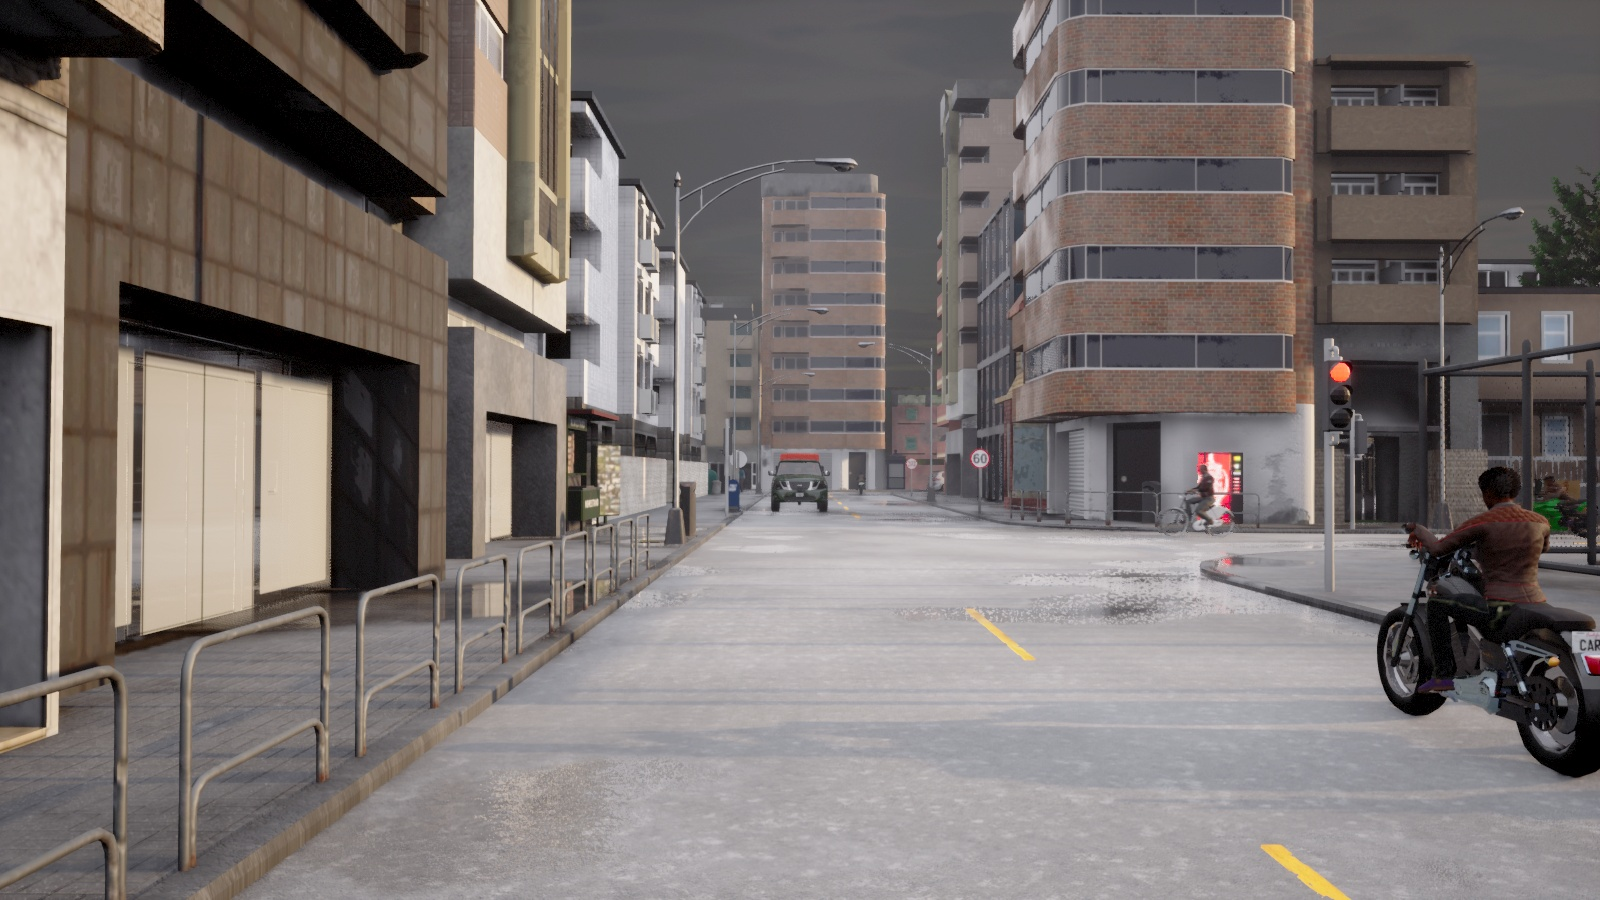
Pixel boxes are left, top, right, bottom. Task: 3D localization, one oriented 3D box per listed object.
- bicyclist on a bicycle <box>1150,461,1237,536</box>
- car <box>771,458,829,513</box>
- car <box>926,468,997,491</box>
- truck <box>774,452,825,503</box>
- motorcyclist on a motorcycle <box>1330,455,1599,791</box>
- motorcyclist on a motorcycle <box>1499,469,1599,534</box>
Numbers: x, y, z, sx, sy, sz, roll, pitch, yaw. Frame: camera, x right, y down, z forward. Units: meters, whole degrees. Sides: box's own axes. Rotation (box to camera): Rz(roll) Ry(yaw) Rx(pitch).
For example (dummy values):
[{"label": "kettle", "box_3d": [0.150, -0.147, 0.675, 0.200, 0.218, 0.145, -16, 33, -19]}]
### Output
[{"label": "bicyclist on a bicycle", "box_3d": [9.398, 1.150, 30.016, 1.843, 1.776, 0.659, 0, -1, -5]}, {"label": "car", "box_3d": [-0.029, 1.368, 49.796, 2.150, 2.045, 5.566, 0, -1, -1]}, {"label": "car", "box_3d": [11.755, 2.146, 91.594, 4.611, 1.667, 2.242, 0, -1, -15]}, {"label": "truck", "box_3d": [-0.009, 1.427, 67.347, 2.627, 2.467, 5.204, 0, 1, 0]}, {"label": "motorcyclist on a motorcycle", "box_3d": [3.999, 0.872, 7.367, 0.766, 1.649, 2.350, 0, -1, 0]}, {"label": "motorcyclist on a motorcycle", "box_3d": [18.105, 1.231, 30.266, 2.044, 1.523, 0.797, 0, -1, 0]}]
